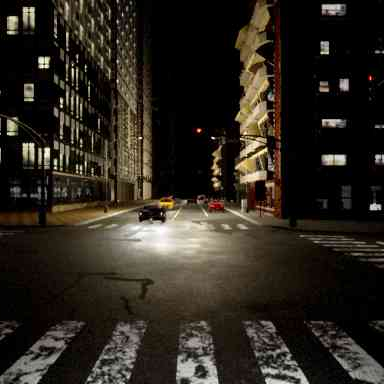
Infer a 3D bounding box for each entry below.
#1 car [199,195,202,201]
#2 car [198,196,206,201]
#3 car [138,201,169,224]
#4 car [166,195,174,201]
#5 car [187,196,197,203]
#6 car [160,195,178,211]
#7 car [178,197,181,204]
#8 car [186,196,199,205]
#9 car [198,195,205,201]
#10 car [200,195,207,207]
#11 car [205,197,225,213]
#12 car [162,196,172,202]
[{"bbox_3d":[2.607,1.571,55.782,2.008,1.369,4.403,0,0,0],"label":"car"},{"bbox_3d":[2.563,1.626,84.025,1.802,1.307,4.206,0,0,0],"label":"car"},{"bbox_3d":[-2.964,1.604,25.241,1.895,1.301,4.718,0,0,-3],"label":"car"},{"bbox_3d":[-5.827,1.595,89.661,1.887,1.381,4.507,0,0,0],"label":"car"},{"bbox_3d":[-0.021,1.594,70.278,1.994,1.385,4.181,0,0,0],"label":"car"},{"bbox_3d":[-3.156,1.489,41.117,1.882,1.535,5.008,0,0,0],"label":"car"},{"bbox_3d":[-3.107,1.550,62.733,1.812,1.442,4.674,0,0,0],"label":"car"},{"bbox_3d":[0.007,1.528,59.967,1.837,1.490,4.892,0,0,0],"label":"car"},{"bbox_3d":[2.554,1.491,89.674,1.967,1.590,4.097,0,0,0],"label":"car"},{"bbox_3d":[2.615,1.567,50.134,2.008,1.369,4.403,0,0,0],"label":"car"},{"bbox_3d":[2.685,1.591,37.216,1.802,1.307,4.206,0,0,0],"label":"car"},{"bbox_3d":[-5.809,1.589,78.363,2.008,1.369,4.403,0,0,0],"label":"car"}]
